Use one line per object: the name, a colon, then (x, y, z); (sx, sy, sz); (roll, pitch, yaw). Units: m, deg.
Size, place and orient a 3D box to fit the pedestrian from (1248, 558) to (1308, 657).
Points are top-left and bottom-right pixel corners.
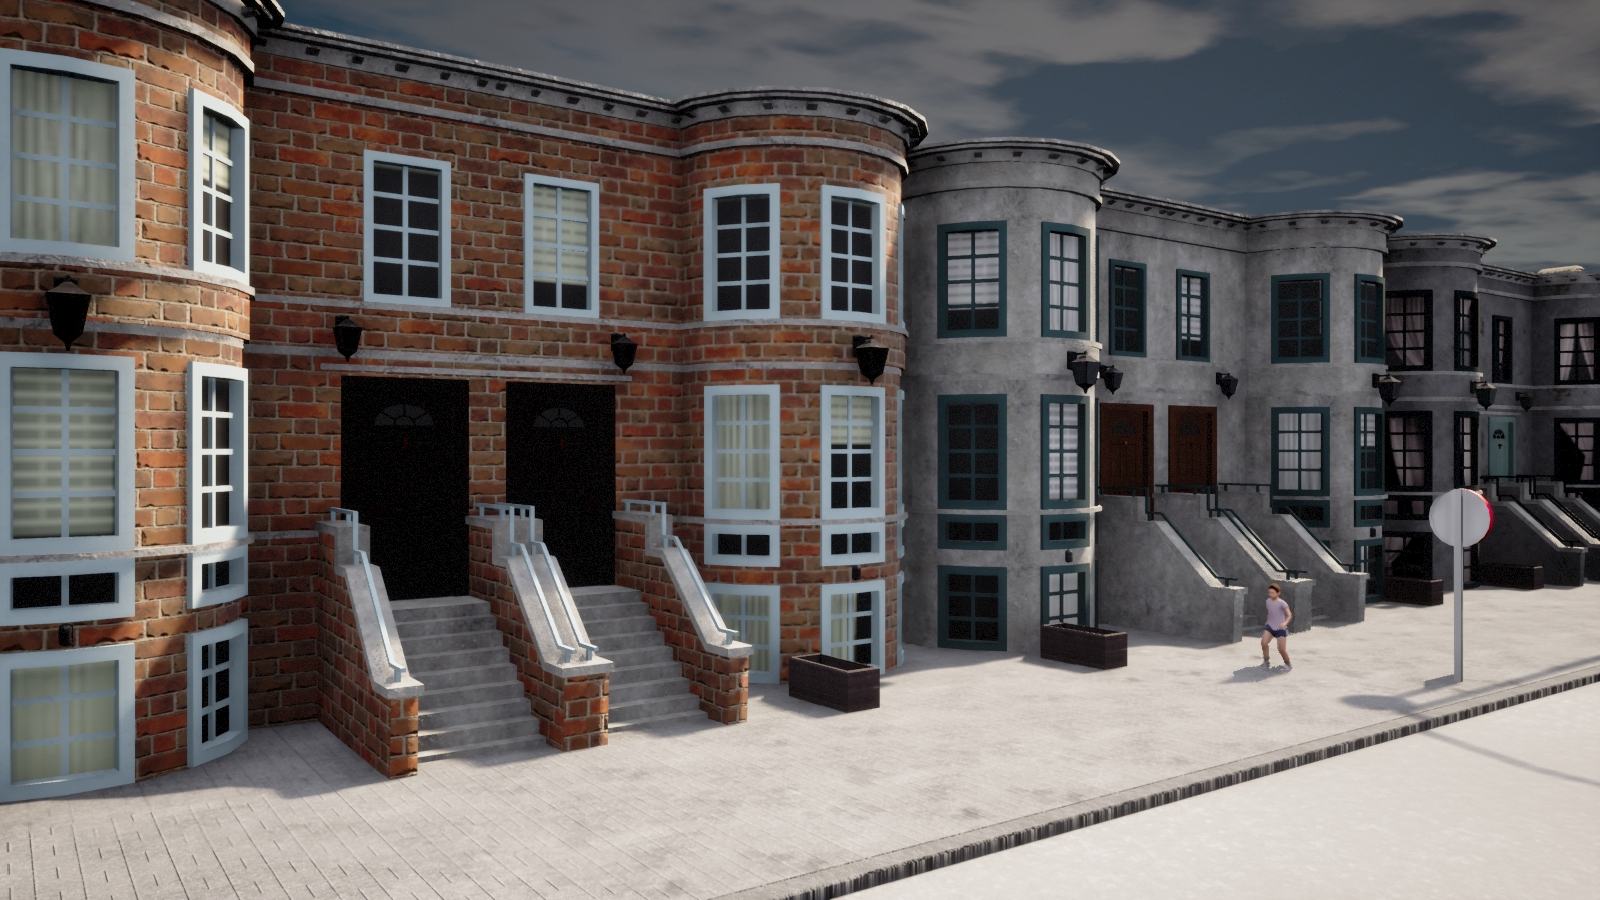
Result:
pedestrian: (5.821, 1.904, 13.917); (0.500, 1.100, 0.500); (0, 0, -37)
